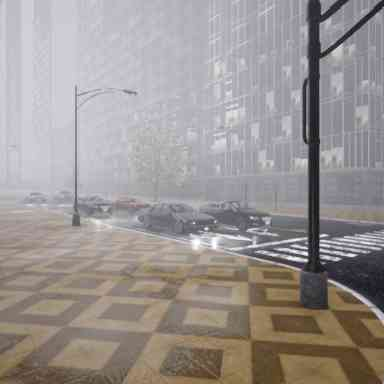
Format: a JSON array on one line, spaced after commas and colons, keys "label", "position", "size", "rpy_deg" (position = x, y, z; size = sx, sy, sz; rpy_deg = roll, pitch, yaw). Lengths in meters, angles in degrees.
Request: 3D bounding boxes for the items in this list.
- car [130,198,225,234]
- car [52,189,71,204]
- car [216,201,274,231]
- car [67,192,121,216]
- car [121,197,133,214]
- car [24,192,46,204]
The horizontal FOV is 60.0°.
[{"label": "car", "position": [-0.953, 1.292, 17.700], "size": [2.033, 1.411, 5.357], "rpy_deg": [0, 1, -38]}, {"label": "car", "position": [-16.341, 0.557, 42.709], "size": [2.097, 1.767, 4.553], "rpy_deg": [0, 1, -37]}, {"label": "car", "position": [2.330, 1.254, 18.784], "size": [2.128, 1.511, 4.902], "rpy_deg": [0, 1, -38]}, {"label": "car", "position": [-7.937, 1.029, 26.604], "size": [2.128, 1.511, 4.902], "rpy_deg": [0, 1, -38]}, {"label": "car", "position": [-5.173, 1.140, 28.342], "size": [1.895, 1.301, 4.718], "rpy_deg": [0, 1, -38]}, {"label": "car", "position": [-19.735, 0.709, 41.799], "size": [1.812, 1.442, 4.674], "rpy_deg": [0, 1, -37]}]
